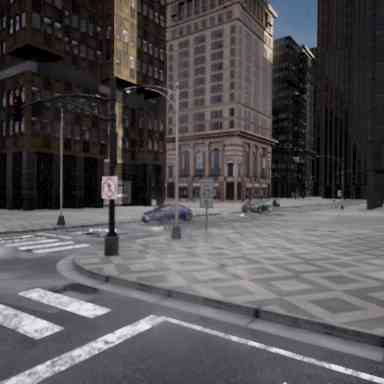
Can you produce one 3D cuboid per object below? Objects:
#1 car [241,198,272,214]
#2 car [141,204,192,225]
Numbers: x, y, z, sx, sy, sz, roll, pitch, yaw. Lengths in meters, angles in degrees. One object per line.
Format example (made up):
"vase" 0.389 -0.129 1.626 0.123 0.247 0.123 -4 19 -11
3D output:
"car" 7.484 1.542 38.363 2.097 1.767 4.553 1 0 35
"car" -1.770 1.623 25.286 1.812 1.442 4.674 1 0 35
